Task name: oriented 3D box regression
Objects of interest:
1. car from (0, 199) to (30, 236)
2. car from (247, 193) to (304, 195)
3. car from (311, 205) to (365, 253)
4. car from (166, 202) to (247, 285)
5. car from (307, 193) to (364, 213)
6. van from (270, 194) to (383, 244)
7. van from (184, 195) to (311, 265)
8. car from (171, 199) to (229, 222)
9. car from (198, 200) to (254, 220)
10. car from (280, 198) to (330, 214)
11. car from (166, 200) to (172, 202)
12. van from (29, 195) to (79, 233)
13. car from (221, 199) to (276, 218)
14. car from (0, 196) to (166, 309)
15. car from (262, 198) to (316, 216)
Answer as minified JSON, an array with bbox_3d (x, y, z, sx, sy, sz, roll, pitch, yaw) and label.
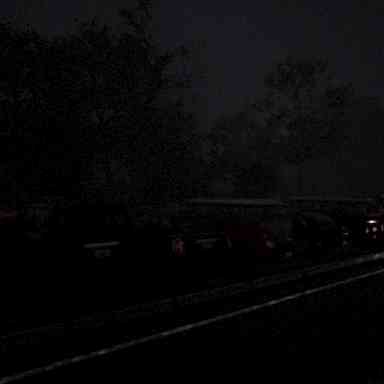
[{"bbox_3d":[-10.768,1.336,18.781,2.185,1.767,4.553,0,0,-36],"label":"car"},{"bbox_3d":[7.352,1.157,31.741,2.435,2.045,5.566,0,0,-36],"label":"car"},{"bbox_3d":[3.691,1.440,13.067,2.231,1.521,4.892,0,0,-36],"label":"car"},{"bbox_3d":[-0.857,1.327,9.785,2.185,1.767,4.553,0,0,-36],"label":"car"},{"bbox_3d":[16.311,1.156,38.152,2.435,2.045,5.566,0,0,-36],"label":"car"},{"bbox_3d":[5.900,1.207,14.797,1.878,1.987,4.442,0,0,-36],"label":"van"},{"bbox_3d":[1.474,1.220,11.347,1.878,1.987,4.442,0,0,-36],"label":"van"},{"bbox_3d":[0.546,1.426,26.899,2.097,1.535,5.008,0,0,-36],"label":"car"},{"bbox_3d":[2.824,1.449,28.500,2.163,1.488,4.792,0,0,-36],"label":"car"},{"bbox_3d":[11.767,1.445,34.932,2.002,1.452,4.674,0,0,-36],"label":"car"},{"bbox_3d":[-1.616,1.430,25.131,1.946,1.575,5.366,0,0,-36],"label":"car"},{"bbox_3d":[-8.591,1.226,20.516,1.878,1.987,4.442,0,0,-36],"label":"van"},{"bbox_3d":[5.056,1.443,30.168,2.163,1.488,4.792,0,0,-36],"label":"car"},{"bbox_3d":[-3.171,1.211,8.206,2.435,2.045,5.566,0,0,-36],"label":"car"},{"bbox_3d":[9.605,1.406,33.382,2.097,1.535,5.008,0,0,-36],"label":"car"}]
